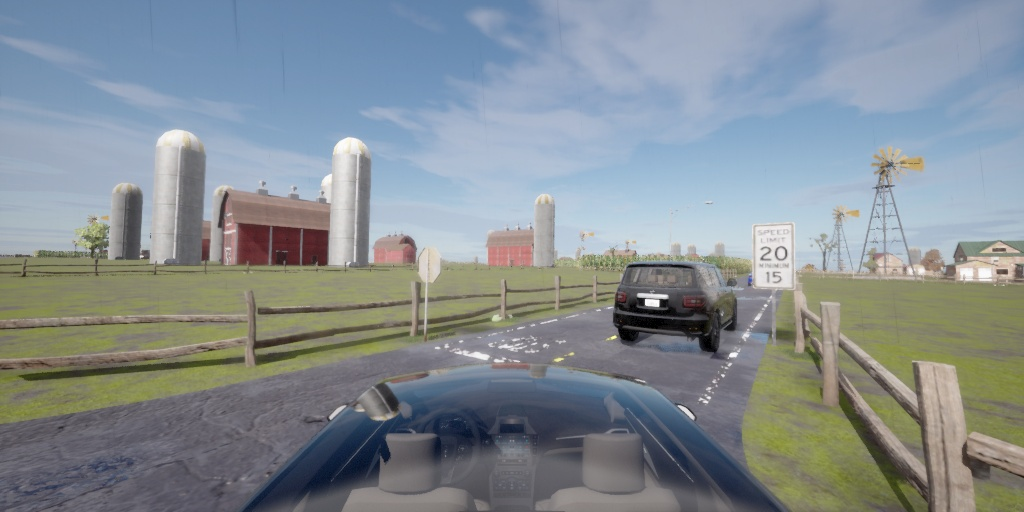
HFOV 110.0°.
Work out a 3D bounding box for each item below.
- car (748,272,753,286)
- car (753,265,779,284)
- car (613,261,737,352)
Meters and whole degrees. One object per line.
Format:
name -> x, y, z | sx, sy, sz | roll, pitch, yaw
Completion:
car -> 24.354, 2.177, 35.032 | 1.882, 1.535, 5.008 | -1, -2, 38
car -> 30.628, 2.165, 43.156 | 2.150, 2.045, 5.566 | -1, -2, 38
car -> 4.676, 1.171, 9.862 | 2.150, 2.045, 5.566 | -1, -2, 38
